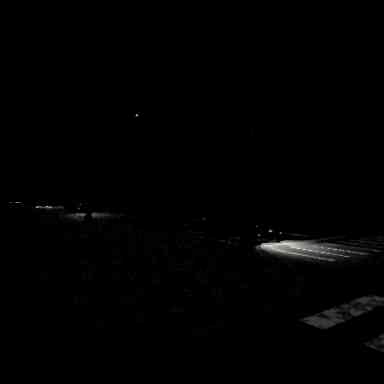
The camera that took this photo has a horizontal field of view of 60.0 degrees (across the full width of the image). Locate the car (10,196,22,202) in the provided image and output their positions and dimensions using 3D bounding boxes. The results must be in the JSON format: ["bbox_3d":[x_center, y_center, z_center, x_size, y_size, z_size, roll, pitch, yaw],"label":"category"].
[{"bbox_3d":[-39.804,1.539,75.052,2.033,1.411,5.357,1,-1,-36],"label":"car"}]

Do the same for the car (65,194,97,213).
[{"bbox_3d":[-12.421,1.225,36.833,2.150,2.045,5.566,1,0,-36],"label":"car"}]

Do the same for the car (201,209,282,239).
[{"bbox_3d":[2.307,1.528,16.269,1.994,1.385,4.181,1,0,-36],"label":"car"}]

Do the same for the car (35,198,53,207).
[{"bbox_3d":[-23.086,1.545,51.714,1.994,1.385,4.181,1,0,-36],"label":"car"}]
